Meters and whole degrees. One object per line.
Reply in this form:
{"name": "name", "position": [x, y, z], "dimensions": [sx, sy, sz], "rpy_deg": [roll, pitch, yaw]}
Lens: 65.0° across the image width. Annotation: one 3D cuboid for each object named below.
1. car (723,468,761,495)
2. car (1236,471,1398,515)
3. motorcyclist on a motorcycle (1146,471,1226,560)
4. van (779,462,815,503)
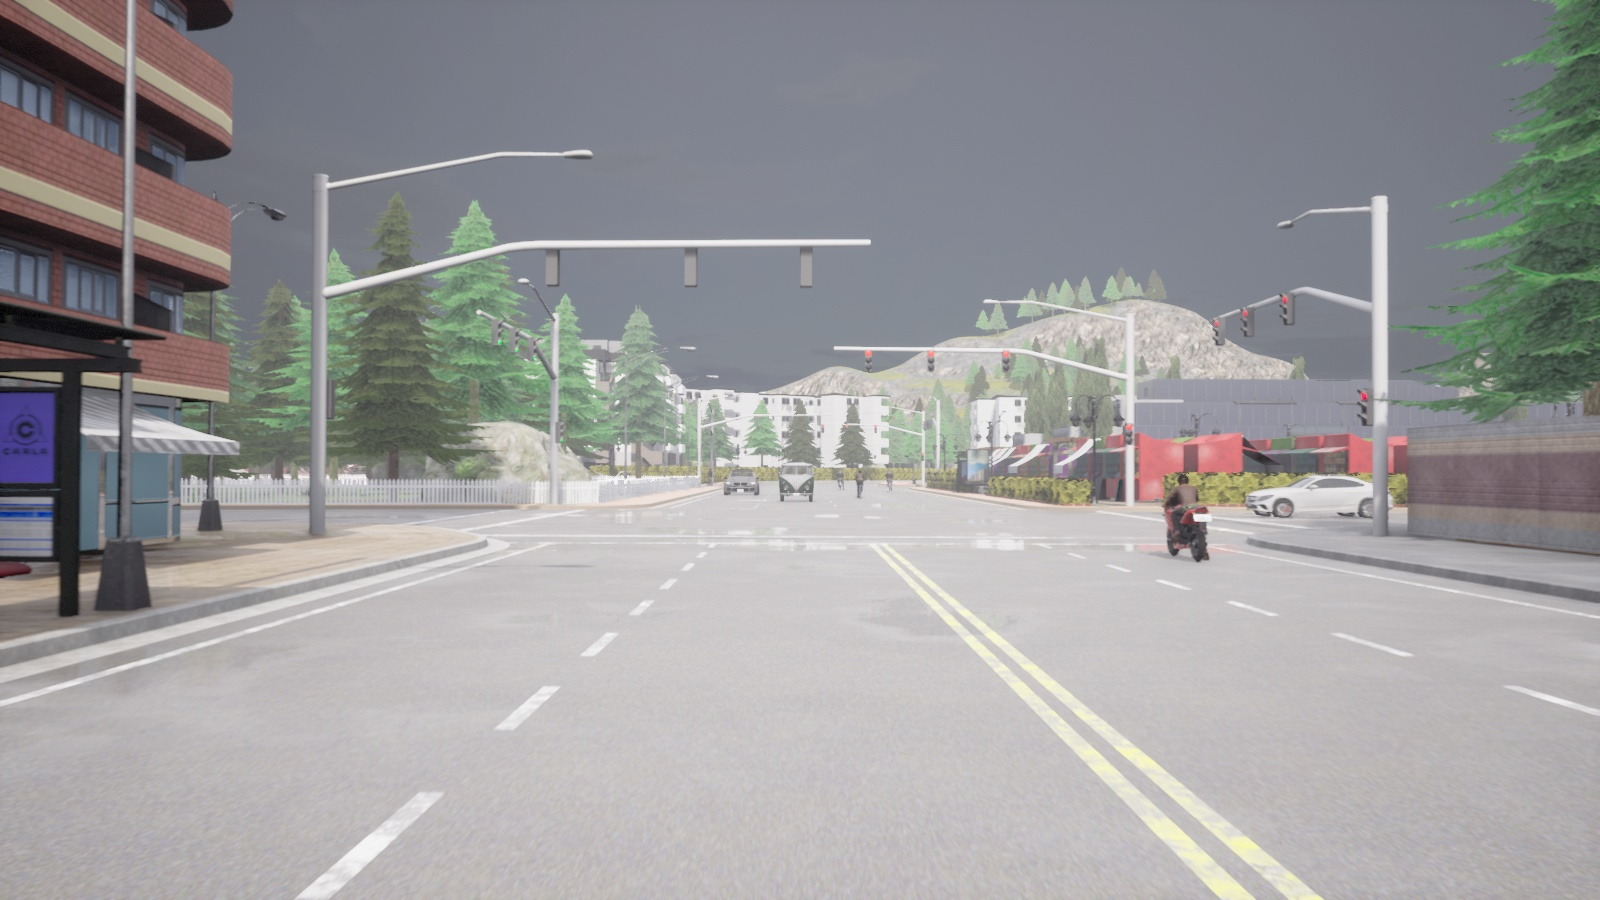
{"name": "car", "position": [-3.704, 2.025, 80.689], "dimensions": [2.242, 1.667, 4.611], "rpy_deg": [0, -1, 0]}
{"name": "car", "position": [17.289, 1.421, 42.115], "dimensions": [4.674, 1.442, 1.812], "rpy_deg": [0, -1, -1]}
{"name": "motorcyclist on a motorcycle", "position": [6.942, 1.148, 22.666], "dimensions": [0.797, 1.523, 2.044], "rpy_deg": [0, -1, 0]}
{"name": "van", "position": [-0.163, 1.642, 64.173], "dimensions": [1.775, 1.987, 4.442], "rpy_deg": [0, -1, 0]}
